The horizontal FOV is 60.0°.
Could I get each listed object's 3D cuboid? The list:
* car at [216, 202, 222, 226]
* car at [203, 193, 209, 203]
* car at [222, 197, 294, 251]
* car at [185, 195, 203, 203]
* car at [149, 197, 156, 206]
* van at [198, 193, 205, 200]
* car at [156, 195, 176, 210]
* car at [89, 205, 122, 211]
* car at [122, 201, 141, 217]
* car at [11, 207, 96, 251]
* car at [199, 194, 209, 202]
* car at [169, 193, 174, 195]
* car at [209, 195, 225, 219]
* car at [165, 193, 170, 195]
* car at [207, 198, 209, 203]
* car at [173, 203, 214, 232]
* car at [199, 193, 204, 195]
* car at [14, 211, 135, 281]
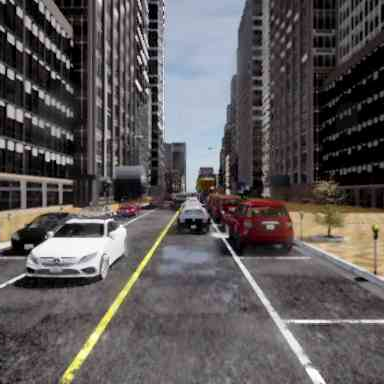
[{"bbox_3d":[2.688,1.505,19.356,1.887,1.381,4.507,0,0,0],"label":"car"},{"bbox_3d":[2.684,1.240,35.975,2.192,1.841,5.009,0,0,0],"label":"car"},{"bbox_3d":[2.691,1.287,13.817,2.192,1.841,5.009,0,0,0],"label":"car"},{"bbox_3d":[0.085,1.441,40.262,1.812,1.442,4.674,0,0,0],"label":"car"},{"bbox_3d":[-5.703,1.471,52.590,1.802,1.307,4.206,0,0,0],"label":"car"},{"bbox_3d":[2.665,1.144,91.367,1.690,1.788,3.998,0,0,0],"label":"van"},{"bbox_3d":[-3.101,1.437,42.151,1.812,1.442,4.674,0,0,0],"label":"car"},{"bbox_3d":[-5.692,1.511,19.353,2.008,1.369,4.403,0,0,0],"label":"car"},{"bbox_3d":[-5.696,1.519,30.432,1.802,1.307,4.206,0,0,0],"label":"car"},{"bbox_3d":[-5.691,1.537,13.814,1.947,1.339,4.313,0,0,0],"label":"car"},{"bbox_3d":[2.670,1.280,74.749,1.967,1.590,4.097,0,0,0],"label":"car"},{"bbox_3d":[-5.711,1.143,80.285,2.192,1.841,5.009,0,0,0],"label":"car"},{"bbox_3d":[2.687,1.264,24.896,2.192,1.841,5.009,0,0,0],"label":"car"},{"bbox_3d":[-5.707,1.447,63.668,1.802,1.307,4.206,0,0,0],"label":"car"},{"bbox_3d":[2.685,1.503,30.436,1.947,1.339,4.313,0,0,0],"label":"car"},{"bbox_3d":[0.094,1.560,19.800,1.895,1.301,4.718,0,0,0],"label":"car"},{"bbox_3d":[2.674,1.431,63.671,1.947,1.339,4.313,0,0,0],"label":"car"},{"bbox_3d":[-3.105,1.505,9.929,1.812,1.442,4.674,0,0,0],"label":"car"}]
